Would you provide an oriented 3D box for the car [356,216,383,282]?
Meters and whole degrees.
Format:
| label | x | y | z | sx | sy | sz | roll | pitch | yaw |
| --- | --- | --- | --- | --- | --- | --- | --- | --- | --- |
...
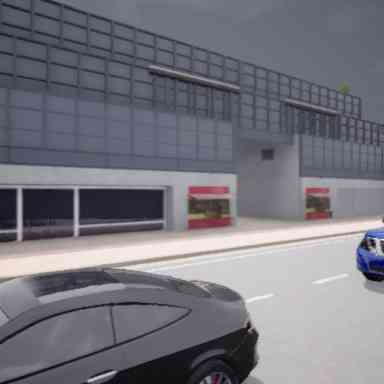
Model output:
| label | x | y | z | sx | sy | sz | roll | pitch | yaw |
| --- | --- | --- | --- | --- | --- | --- | --- | --- | --- |
| car | 6.581 | 1.215 | 8.646 | 5.566 | 2.045 | 2.150 | 0 | 0 | -35 |

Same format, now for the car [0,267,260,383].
| label | x | y | z | sx | sy | sz | roll | pitch | yaw |
| --- | --- | --- | --- | --- | --- | --- | --- | --- | --- |
| car | -1.387 | 1.525 | 2.974 | 4.674 | 1.442 | 1.812 | 0 | 0 | -36 |
